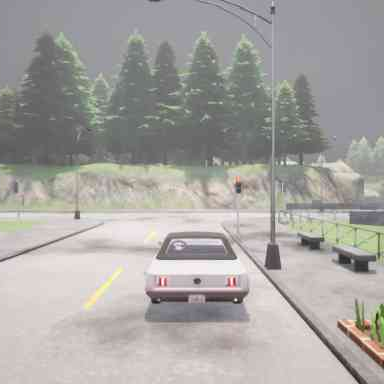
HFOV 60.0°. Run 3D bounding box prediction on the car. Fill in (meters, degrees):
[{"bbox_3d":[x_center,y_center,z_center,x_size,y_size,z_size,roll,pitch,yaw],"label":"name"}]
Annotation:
[{"bbox_3d":[0.095,1.601,8.098,1.895,1.301,4.718,0,0,0],"label":"car"}]
